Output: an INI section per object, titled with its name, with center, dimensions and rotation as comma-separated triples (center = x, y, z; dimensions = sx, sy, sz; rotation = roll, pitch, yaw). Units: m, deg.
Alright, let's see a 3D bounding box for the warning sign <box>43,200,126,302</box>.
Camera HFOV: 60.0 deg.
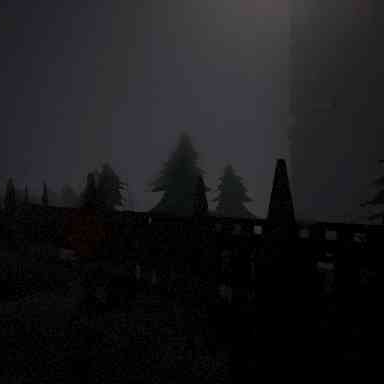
[warning sign]
center = -2.256, 1.115, 7.039
dimensions = 1.060, 1.860, 1.300
rotation = 0, 0, 40
